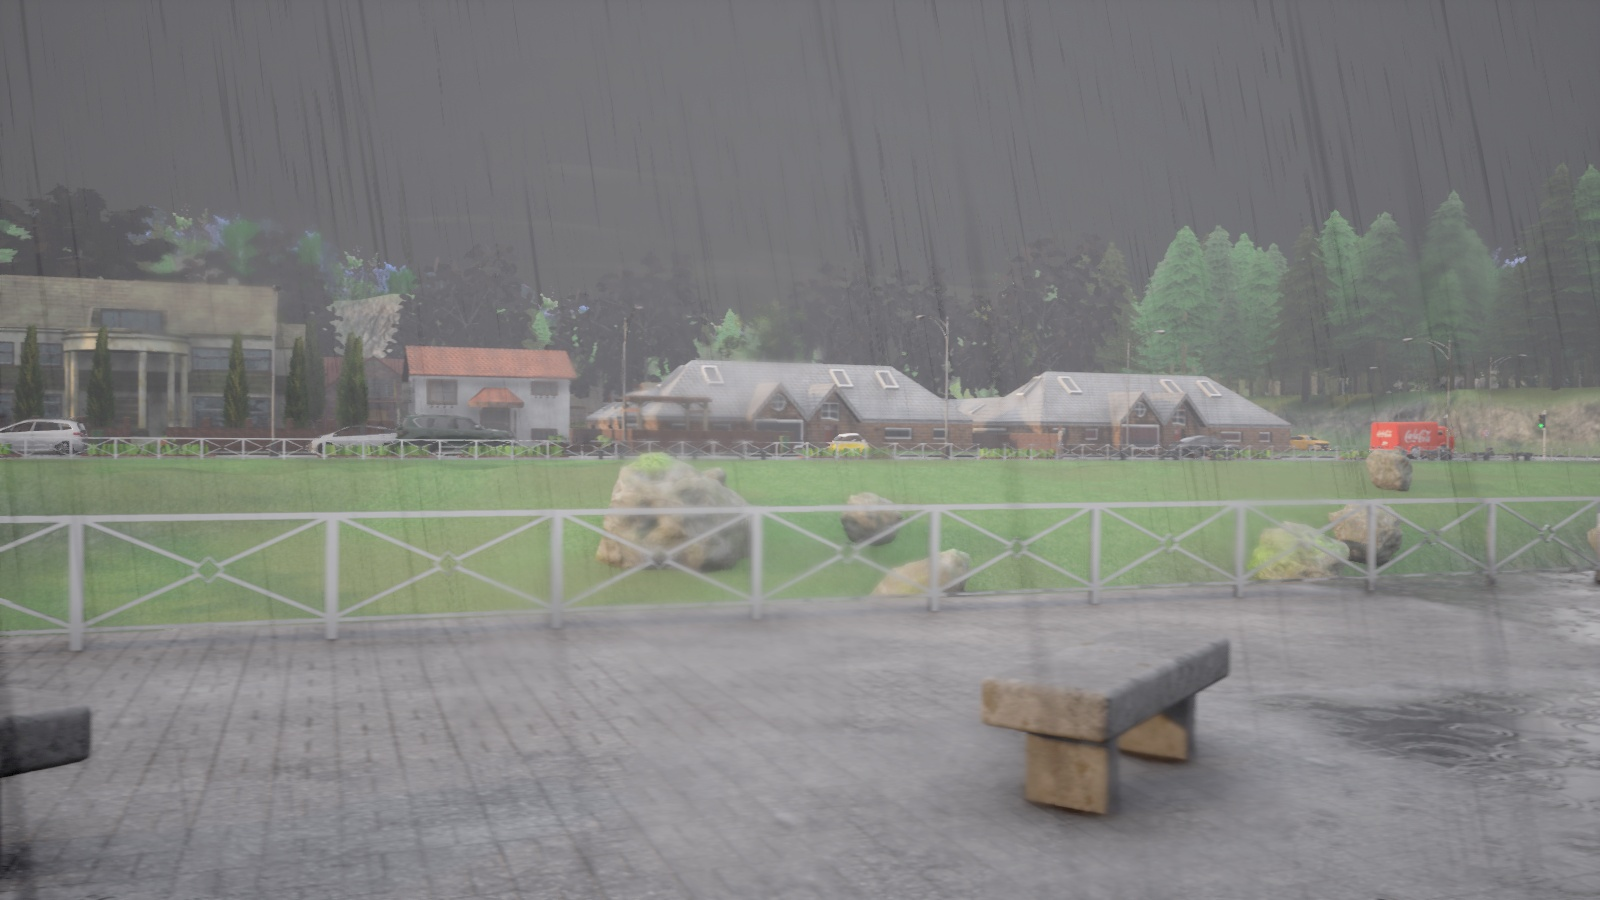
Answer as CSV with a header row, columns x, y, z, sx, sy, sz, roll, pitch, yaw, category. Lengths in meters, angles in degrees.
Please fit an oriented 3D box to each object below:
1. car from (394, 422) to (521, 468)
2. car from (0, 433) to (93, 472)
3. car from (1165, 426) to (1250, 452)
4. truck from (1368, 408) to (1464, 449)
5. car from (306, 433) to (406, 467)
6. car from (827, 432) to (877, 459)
x,y,z,sx,sy,sz,roll,pitch,yaw,category
-16.184,-0.273,59.310,5.566,2.045,2.150,-1,1,-21,car
-34.665,0.097,56.578,4.611,1.667,2.242,-1,1,-21,car
24.208,-0.652,74.639,4.674,1.442,1.812,-1,1,-21,car
39.448,-1.412,80.417,5.204,2.467,2.627,-2,1,-21,truck
-21.722,-0.021,61.490,4.514,1.525,2.007,-1,1,-21,car
2.734,-0.259,66.492,2.207,1.376,1.481,-1,1,-21,car
